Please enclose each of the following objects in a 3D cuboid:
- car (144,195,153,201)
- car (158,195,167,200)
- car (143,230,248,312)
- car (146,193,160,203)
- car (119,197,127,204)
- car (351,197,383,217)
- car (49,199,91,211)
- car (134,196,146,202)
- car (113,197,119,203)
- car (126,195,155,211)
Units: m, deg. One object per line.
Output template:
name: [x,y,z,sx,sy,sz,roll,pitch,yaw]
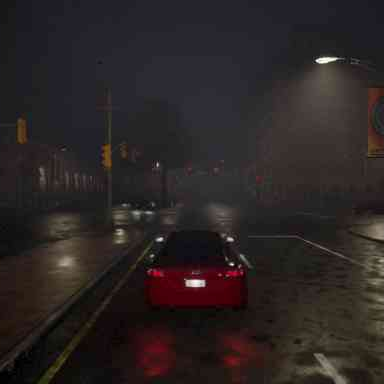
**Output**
car: [-11.533,1.471,88.247,1.882,1.535,5.008,0,0,0]
car: [-8.034,1.485,91.099,1.837,1.490,4.892,0,0,0]
car: [0.072,1.564,7.814,1.994,1.385,4.181,0,0,0]
car: [-8.070,1.223,64.399,2.150,2.045,5.566,0,0,0]
car: [-11.587,1.563,61.359,1.994,1.385,4.181,0,0,0]
car: [17.493,1.505,31.138,4.892,1.490,1.837,0,0,1]
car: [-15.232,1.601,41.643,1.895,1.301,4.718,0,0,41]
car: [-11.528,1.553,73.439,1.994,1.385,4.181,0,0,0]
car: [-14.775,1.595,67.921,1.895,1.301,4.718,0,0,0]
car: [-6.437,1.505,41.135,1.837,1.490,4.892,-2,1,-21]
